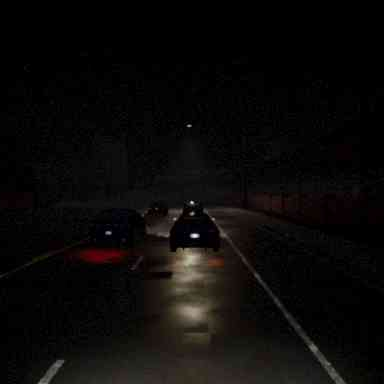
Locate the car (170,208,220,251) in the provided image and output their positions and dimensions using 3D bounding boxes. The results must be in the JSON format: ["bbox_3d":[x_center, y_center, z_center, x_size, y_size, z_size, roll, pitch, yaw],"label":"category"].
[{"bbox_3d":[0.105,1.604,14.313,1.994,1.385,4.181,0,0,0],"label":"car"}]

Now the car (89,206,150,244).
[{"bbox_3d":[-3.394,1.523,15.991,1.882,1.535,5.008,0,0,0],"label":"car"}]

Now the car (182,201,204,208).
[{"bbox_3d":[0.092,1.580,31.646,2.128,1.511,4.902,0,0,0],"label":"car"}]

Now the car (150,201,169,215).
[{"bbox_3d":[-3.437,1.644,34.473,2.033,1.411,5.357,0,0,-1],"label":"car"}]
